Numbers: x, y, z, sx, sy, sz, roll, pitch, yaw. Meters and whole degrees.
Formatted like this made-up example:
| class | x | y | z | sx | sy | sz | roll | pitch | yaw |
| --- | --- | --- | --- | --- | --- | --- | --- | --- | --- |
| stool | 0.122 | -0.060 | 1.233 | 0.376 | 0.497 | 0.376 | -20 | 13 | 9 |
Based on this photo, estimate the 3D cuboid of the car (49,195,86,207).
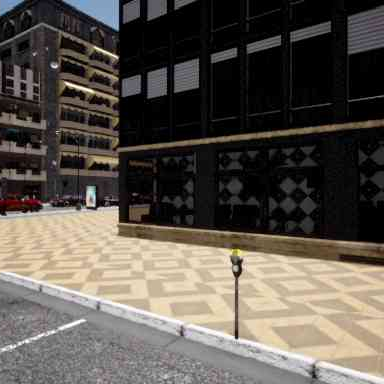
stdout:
| class | x | y | z | sx | sy | sz | roll | pitch | yaw |
| --- | --- | --- | --- | --- | --- | --- | --- | --- | --- |
| car | -14.674 | 1.082 | 40.265 | 1.994 | 1.385 | 4.181 | 0 | 1 | 35 |

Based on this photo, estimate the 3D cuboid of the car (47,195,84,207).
| class | x | y | z | sx | sy | sz | roll | pitch | yaw |
| --- | --- | --- | --- | --- | --- | --- | --- | --- | --- |
| car | -16.141 | 1.074 | 42.654 | 1.802 | 1.307 | 4.206 | 1 | 2 | 35 |

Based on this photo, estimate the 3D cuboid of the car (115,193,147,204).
| class | x | y | z | sx | sy | sz | roll | pitch | yaw |
| --- | --- | --- | --- | --- | --- | --- | --- | --- | --- |
| car | -8.869 | 0.853 | 48.509 | 1.812 | 1.442 | 4.674 | 0 | 1 | 35 |

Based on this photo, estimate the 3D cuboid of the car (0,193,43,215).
| class | x | y | z | sx | sy | sz | roll | pitch | yaw |
| --- | --- | --- | --- | --- | --- | --- | --- | --- | --- |
| car | -15.620 | 1.029 | 28.805 | 2.192 | 1.841 | 5.009 | 1 | 2 | 35 |

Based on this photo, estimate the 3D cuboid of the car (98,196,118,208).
| class | x | y | z | sx | sy | sz | roll | pitch | yaw |
| --- | --- | --- | --- | --- | --- | --- | --- | --- | --- |
| car | -9.247 | 1.072 | 37.891 | 1.947 | 1.339 | 4.313 | 1 | 2 | 35 |
